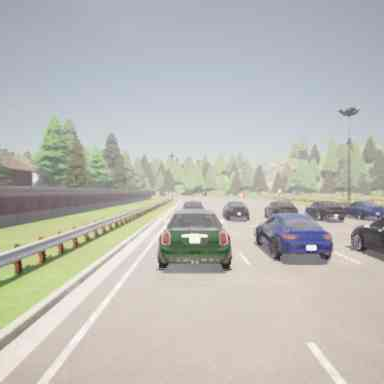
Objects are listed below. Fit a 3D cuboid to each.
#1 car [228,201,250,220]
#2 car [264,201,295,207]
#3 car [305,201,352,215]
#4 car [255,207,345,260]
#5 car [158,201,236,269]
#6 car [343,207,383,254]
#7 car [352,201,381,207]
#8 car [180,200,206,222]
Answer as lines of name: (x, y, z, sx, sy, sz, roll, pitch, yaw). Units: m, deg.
car: (3.583, 1.476, 27.498, 1.812, 1.442, 4.674, 0, 0, 0)
car: (7.081, 1.456, 26.771, 1.837, 1.490, 4.892, 0, 0, 0)
car: (10.581, 1.456, 26.777, 1.837, 1.490, 4.892, 0, 0, 0)
car: (3.586, 1.503, 12.278, 1.812, 1.442, 4.674, 0, 0, 0)
car: (0.082, 1.332, 11.199, 2.097, 1.767, 4.553, 0, 0, 0)
car: (7.081, 1.486, 10.945, 1.837, 1.490, 4.892, 0, 0, 0)
car: (14.076, 1.475, 27.519, 1.812, 1.442, 4.674, 0, 0, 0)
car: (0.081, 1.456, 26.797, 1.837, 1.490, 4.892, 0, 0, 0)
